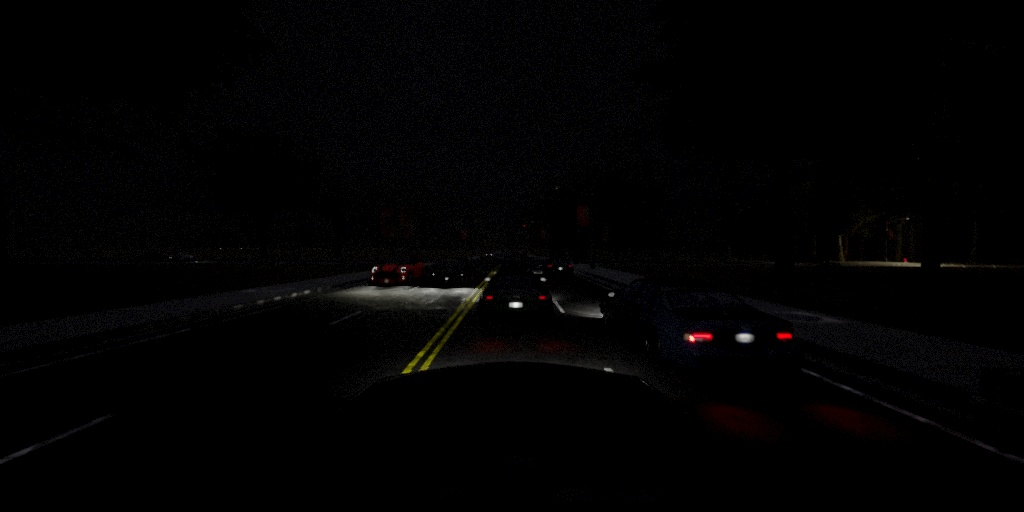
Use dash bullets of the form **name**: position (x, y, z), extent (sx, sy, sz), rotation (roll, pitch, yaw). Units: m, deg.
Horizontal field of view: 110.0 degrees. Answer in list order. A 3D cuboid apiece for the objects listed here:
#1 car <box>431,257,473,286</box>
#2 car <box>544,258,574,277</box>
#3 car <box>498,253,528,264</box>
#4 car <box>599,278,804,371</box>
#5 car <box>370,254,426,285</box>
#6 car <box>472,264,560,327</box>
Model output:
- **car**: position (-3.340, 0.856, 20.729), extent (1.837, 1.490, 4.892), rotation (0, 1, 0)
- **car**: position (3.356, 0.793, 26.744), extent (1.994, 1.385, 4.181), rotation (0, 1, 0)
- **car**: position (0.106, 0.739, 26.497), extent (1.837, 1.490, 4.892), rotation (0, 1, 0)
- **car**: position (3.347, 1.173, 7.661), extent (2.033, 1.411, 5.357), rotation (0, 1, 0)
- **car**: position (-6.590, 0.695, 21.089), extent (2.097, 1.767, 4.553), rotation (0, 1, 0)
- **car**: position (0.098, 1.124, 10.786), extent (1.994, 1.385, 4.181), rotation (0, 1, 0)
